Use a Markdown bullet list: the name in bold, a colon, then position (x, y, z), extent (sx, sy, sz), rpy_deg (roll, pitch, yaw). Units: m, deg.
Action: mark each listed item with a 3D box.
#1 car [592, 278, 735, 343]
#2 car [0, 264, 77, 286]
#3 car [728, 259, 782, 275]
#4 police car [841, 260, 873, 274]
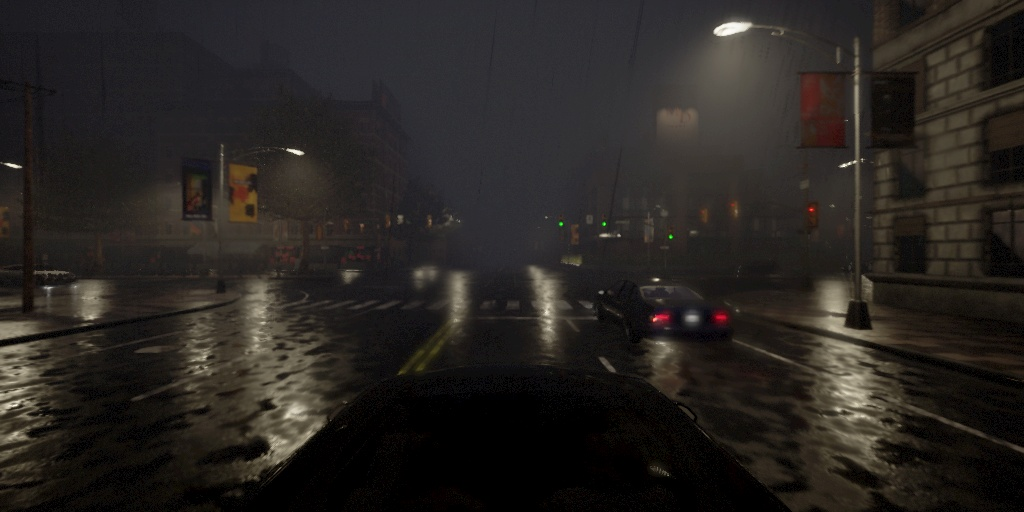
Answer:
- **car**: position (3.597, 1.297, 9.655), extent (2.033, 1.411, 5.357), rpy_deg (0, 0, 0)
- **car**: position (-33.453, 1.284, 25.025), extent (4.674, 1.442, 1.812), rpy_deg (0, 0, 0)
- **car**: position (24.520, 1.096, 36.346), extent (4.553, 1.767, 2.097), rpy_deg (0, 0, 0)
- **police car**: position (39.330, 1.245, 39.665), extent (4.974, 1.542, 2.038), rpy_deg (0, 0, 0)
